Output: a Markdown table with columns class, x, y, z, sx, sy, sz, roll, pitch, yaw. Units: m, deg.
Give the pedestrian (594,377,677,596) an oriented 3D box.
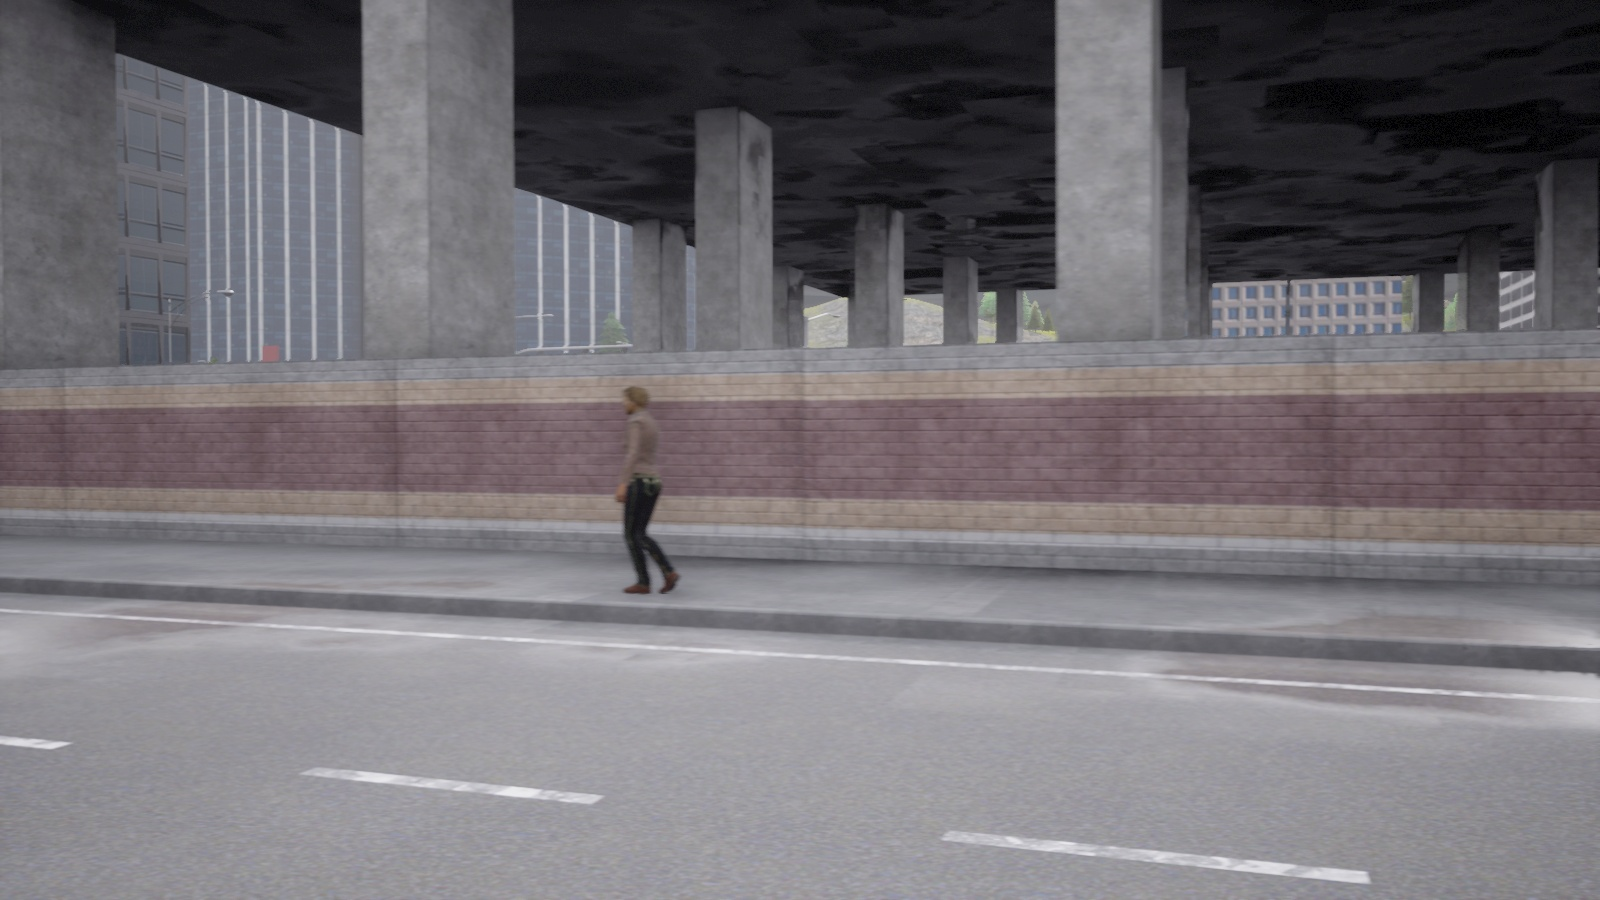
| class | x | y | z | sx | sy | sz | roll | pitch | yaw |
| --- | --- | --- | --- | --- | --- | --- | --- | --- | --- |
| pedestrian | -1.417 | 0.302 | 10.829 | 0.634 | 1.846 | 0.331 | 1 | 1 | 18 |
